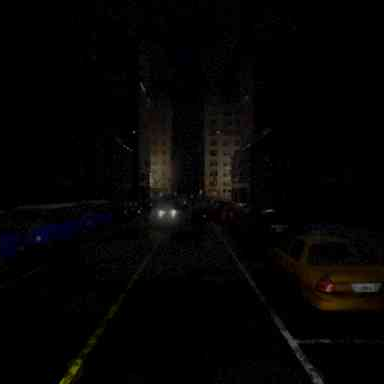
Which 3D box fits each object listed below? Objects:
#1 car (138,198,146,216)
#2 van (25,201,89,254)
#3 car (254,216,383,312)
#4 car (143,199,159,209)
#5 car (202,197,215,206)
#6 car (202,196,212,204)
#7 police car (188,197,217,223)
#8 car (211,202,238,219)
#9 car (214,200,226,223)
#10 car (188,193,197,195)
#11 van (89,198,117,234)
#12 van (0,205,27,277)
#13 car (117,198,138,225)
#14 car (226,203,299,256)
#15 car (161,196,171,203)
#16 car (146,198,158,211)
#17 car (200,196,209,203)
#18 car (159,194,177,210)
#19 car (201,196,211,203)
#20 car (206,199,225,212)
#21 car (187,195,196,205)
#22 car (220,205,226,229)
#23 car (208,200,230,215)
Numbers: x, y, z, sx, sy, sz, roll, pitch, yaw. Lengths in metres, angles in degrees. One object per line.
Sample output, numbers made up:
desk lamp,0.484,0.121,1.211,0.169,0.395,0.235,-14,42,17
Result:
car,-5.695,1.473,29.930,1.967,1.590,4.097,-1,0,0
van,-5.687,1.357,13.173,1.690,1.788,3.998,-1,0,0
car,2.848,1.536,7.761,1.752,1.417,4.829,-1,0,0
car,-5.703,1.628,46.687,1.802,1.307,4.206,-1,0,0
car,2.832,1.603,57.863,2.008,1.369,4.403,-1,0,0
car,2.830,1.579,63.619,1.752,1.417,4.829,-1,0,0
police car,0.884,1.455,25.685,1.930,1.638,5.238,0,0,0
car,2.841,1.599,29.934,1.947,1.339,4.313,-1,0,0
car,2.842,1.553,24.518,1.752,1.417,4.829,-1,0,0
car,-0.044,1.139,76.779,2.150,2.045,5.566,0,0,0
van,-5.690,1.363,18.758,1.690,1.788,3.998,-1,0,0
van,-5.684,1.351,7.586,1.690,1.788,3.998,-1,0,0
car,-5.694,1.343,24.344,2.192,1.841,5.009,-1,0,0
car,2.844,1.332,13.177,2.192,1.841,5.009,-1,0,0
car,-5.719,1.601,74.615,1.887,1.381,4.507,-1,0,0
car,-5.701,1.482,41.101,1.967,1.590,4.097,-1,0,0
car,2.827,1.638,74.621,1.802,1.307,4.206,-1,0,0
car,-3.116,1.264,43.906,2.150,2.045,5.566,0,0,0
car,2.829,1.621,69.035,1.947,1.339,4.313,-1,0,0
car,2.838,1.593,41.106,2.008,1.369,4.403,-1,0,0
car,-0.035,1.654,61.886,1.895,1.301,4.718,0,0,0
car,2.845,1.605,18.762,1.802,1.307,4.206,-1,0,0
car,2.839,1.604,35.520,1.947,1.339,4.313,-1,0,0
